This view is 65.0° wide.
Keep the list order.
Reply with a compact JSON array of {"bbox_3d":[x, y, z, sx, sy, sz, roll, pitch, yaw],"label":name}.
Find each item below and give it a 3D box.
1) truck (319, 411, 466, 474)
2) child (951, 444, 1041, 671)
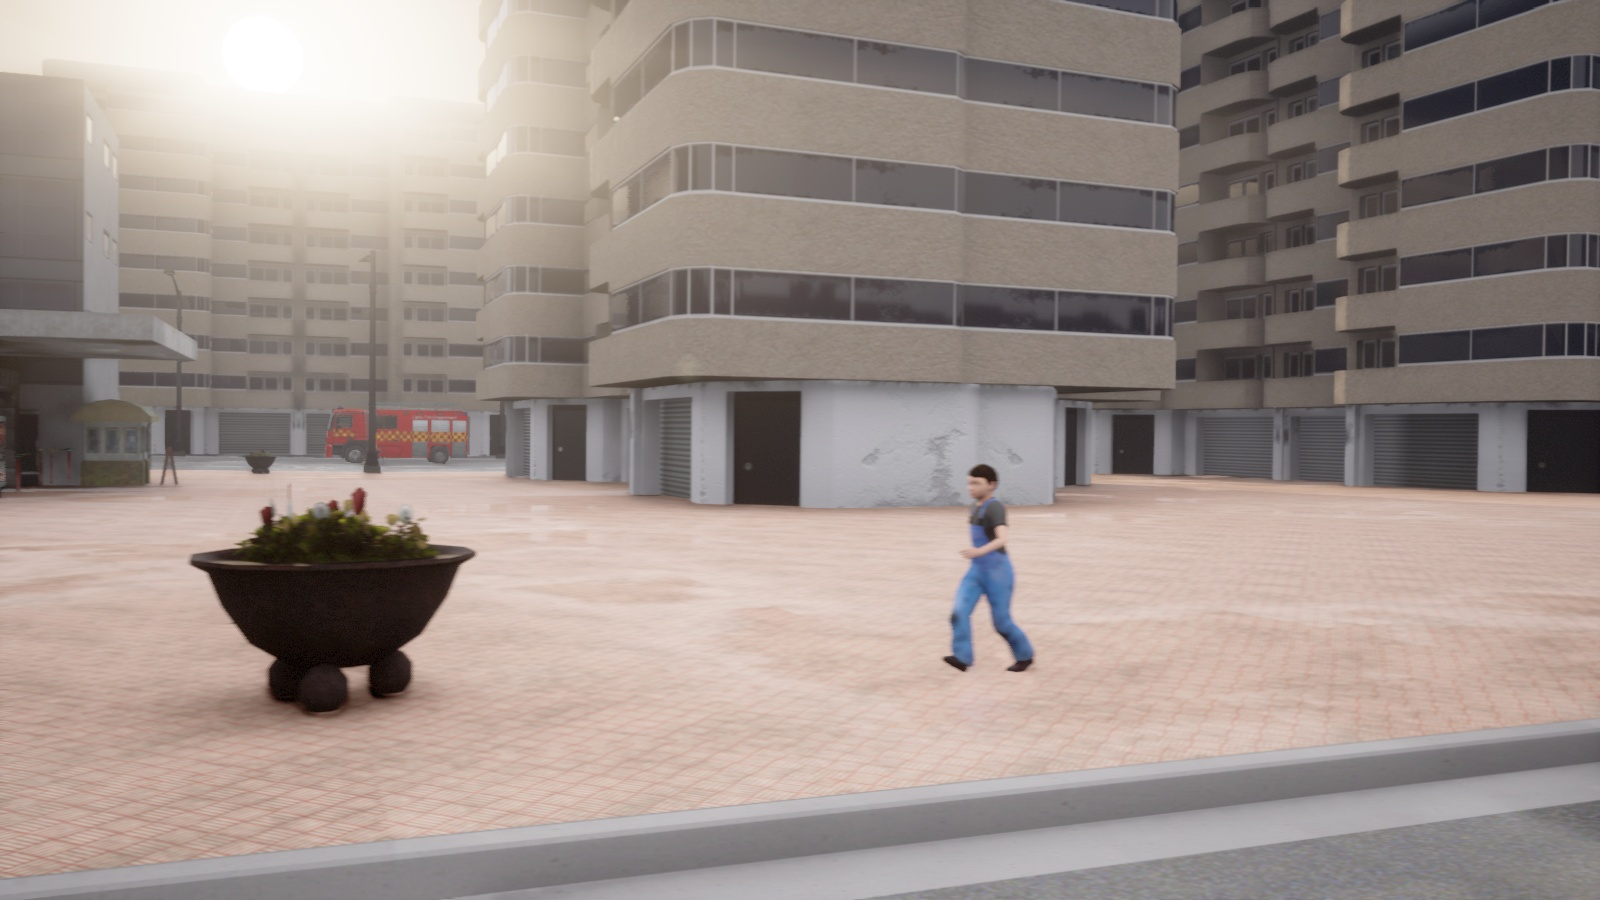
[{"bbox_3d":[-25.427,-0.513,78.443,8.468,3.827,2.891,-1,1,-22],"label":"truck"},{"bbox_3d":[1.133,0.603,7.261,0.437,1.263,0.270,-1,1,-33],"label":"child"}]
